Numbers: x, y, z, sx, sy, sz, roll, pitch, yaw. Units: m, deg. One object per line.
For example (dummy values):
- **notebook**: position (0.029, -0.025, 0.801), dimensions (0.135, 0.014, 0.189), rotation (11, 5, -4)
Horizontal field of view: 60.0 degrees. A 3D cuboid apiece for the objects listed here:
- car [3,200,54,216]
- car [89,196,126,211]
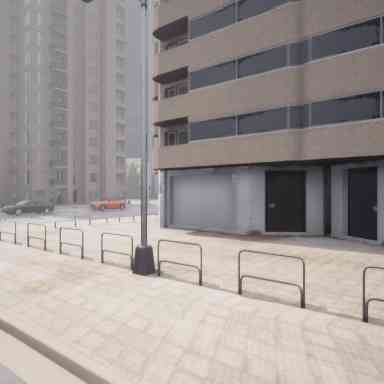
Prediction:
- **car**: position (-16.681, 1.560, 34.146), dimensions (1.837, 1.490, 4.892), rotation (0, 0, 39)
- **car**: position (-10.623, 1.407, 41.737), dimensions (2.097, 1.767, 4.553), rotation (0, 0, 39)
